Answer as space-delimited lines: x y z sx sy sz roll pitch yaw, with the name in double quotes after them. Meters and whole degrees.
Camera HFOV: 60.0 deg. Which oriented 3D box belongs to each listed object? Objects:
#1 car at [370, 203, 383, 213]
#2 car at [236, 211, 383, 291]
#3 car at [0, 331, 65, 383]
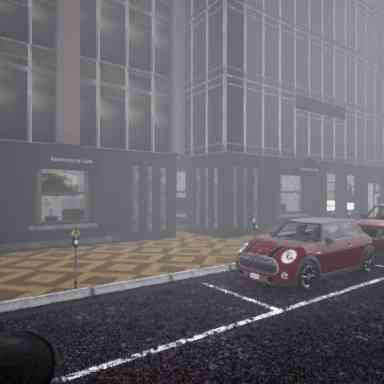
7.618 1.310 12.164 5.009 1.841 2.192 0 0 -35 "car"
3.091 1.439 8.938 4.097 1.590 1.967 0 0 -35 "car"
-2.898 1.525 1.311 4.674 1.442 1.812 0 0 -35 "car"
